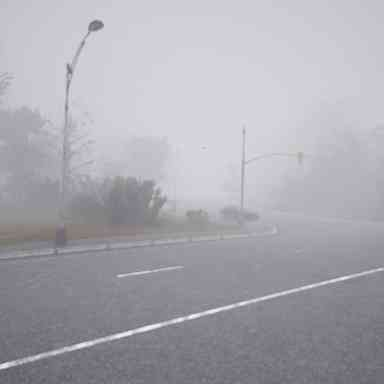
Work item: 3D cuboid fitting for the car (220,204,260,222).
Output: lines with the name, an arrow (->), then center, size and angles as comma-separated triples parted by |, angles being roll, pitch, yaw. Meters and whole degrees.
car -> 4.492, 1.950, 31.704 | 1.882, 1.535, 5.008 | 2, 0, -25

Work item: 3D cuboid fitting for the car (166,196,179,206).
car -> -3.344, 1.377, 55.181 | 1.882, 1.535, 5.008 | 2, 2, -13
